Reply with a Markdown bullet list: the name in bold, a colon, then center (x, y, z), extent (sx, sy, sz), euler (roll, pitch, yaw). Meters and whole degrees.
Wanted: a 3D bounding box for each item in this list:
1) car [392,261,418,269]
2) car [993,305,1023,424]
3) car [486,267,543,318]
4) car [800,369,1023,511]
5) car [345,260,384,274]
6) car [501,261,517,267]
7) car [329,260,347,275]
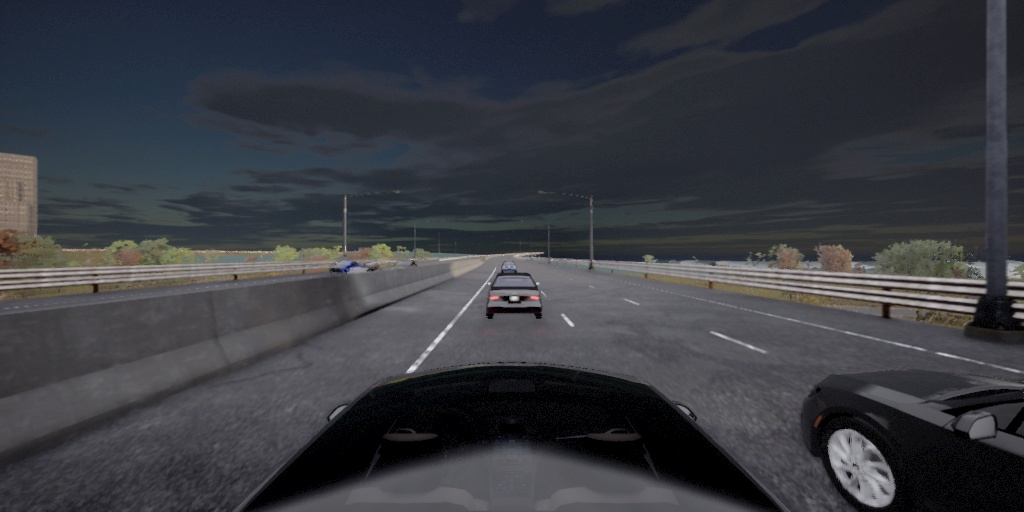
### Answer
- **car**: center (-10.954, 1.244, 37.010), extent (1.837, 1.490, 4.892), euler (0, 0, -1)
- **car**: center (7.091, 1.312, 2.453), extent (1.994, 1.385, 4.181), euler (0, 0, 0)
- **car**: center (0.060, 1.296, 13.020), extent (2.033, 1.411, 5.357), euler (0, 0, 0)
- **car**: center (3.593, 1.254, 1.316), extent (1.837, 1.490, 4.892), euler (0, 0, 0)
- **car**: center (-14.432, 1.341, 35.799), extent (1.895, 1.301, 4.718), euler (0, 0, -1)
- **car**: center (-0.363, 1.278, 42.043), extent (2.033, 1.411, 5.357), euler (0, 0, -1)
- **car**: center (-17.994, 1.216, 38.996), extent (1.882, 1.535, 5.008), euler (0, 0, -1)
